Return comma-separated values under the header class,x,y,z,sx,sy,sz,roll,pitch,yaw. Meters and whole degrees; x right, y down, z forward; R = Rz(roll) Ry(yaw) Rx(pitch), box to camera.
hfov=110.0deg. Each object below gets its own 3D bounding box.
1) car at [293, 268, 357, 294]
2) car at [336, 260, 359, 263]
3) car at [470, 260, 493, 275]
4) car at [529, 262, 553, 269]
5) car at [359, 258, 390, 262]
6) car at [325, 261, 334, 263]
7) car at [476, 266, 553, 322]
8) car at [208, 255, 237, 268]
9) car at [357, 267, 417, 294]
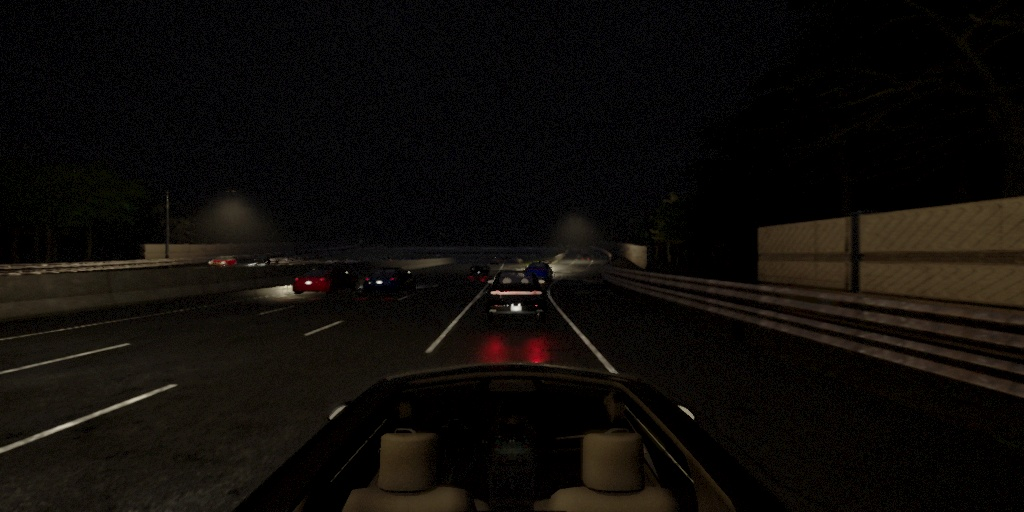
class,x,y,z,sx,sy,sz,roll,pitch,yaw
car,-10.380,1.341,20.300,1.994,1.385,4.181,0,0,0
car,-24.603,1.310,55.305,2.128,1.511,4.902,0,0,0
car,-3.488,1.409,39.924,1.895,1.301,4.718,0,0,0
car,2.401,1.292,30.963,1.882,1.535,5.008,1,0,13
car,-21.109,1.311,55.363,2.128,1.511,4.902,0,0,0
car,-28.091,1.419,55.252,1.895,1.301,4.718,0,0,0
car,0.149,1.257,12.426,2.128,1.511,4.902,0,0,1
car,-40.765,0.818,50.590,2.097,1.767,4.553,0,1,-18
car,-6.879,1.341,20.601,1.994,1.385,4.181,0,0,0
